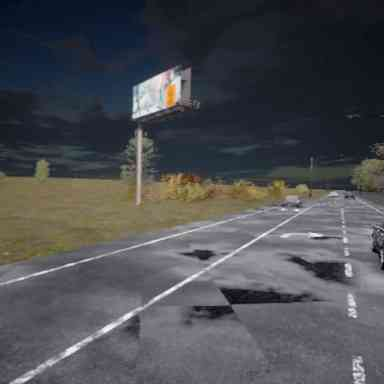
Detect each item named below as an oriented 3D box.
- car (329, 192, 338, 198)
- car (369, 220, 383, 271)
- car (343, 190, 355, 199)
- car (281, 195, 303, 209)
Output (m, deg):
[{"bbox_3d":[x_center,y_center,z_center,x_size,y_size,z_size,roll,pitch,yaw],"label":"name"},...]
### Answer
[{"bbox_3d":[35.355,0.799,82.848,1.812,1.442,4.674,2,1,24],"label":"car"},{"bbox_3d":[6.715,1.477,10.208,1.837,1.490,4.892,2,1,24],"label":"car"},{"bbox_3d":[36.955,0.753,77.842,2.097,1.767,4.553,2,1,24],"label":"car"},{"bbox_3d":[11.373,1.113,37.642,1.812,1.442,4.674,2,1,25],"label":"car"}]
